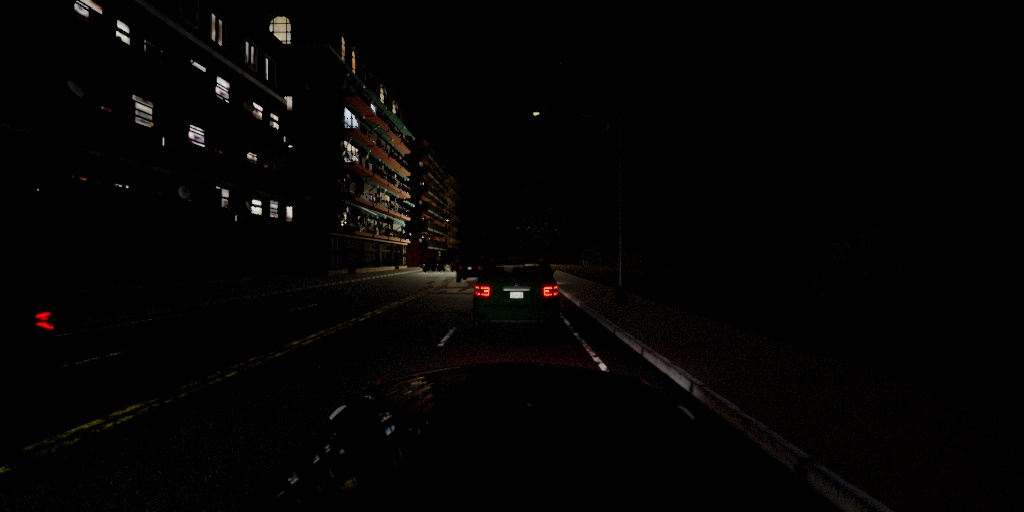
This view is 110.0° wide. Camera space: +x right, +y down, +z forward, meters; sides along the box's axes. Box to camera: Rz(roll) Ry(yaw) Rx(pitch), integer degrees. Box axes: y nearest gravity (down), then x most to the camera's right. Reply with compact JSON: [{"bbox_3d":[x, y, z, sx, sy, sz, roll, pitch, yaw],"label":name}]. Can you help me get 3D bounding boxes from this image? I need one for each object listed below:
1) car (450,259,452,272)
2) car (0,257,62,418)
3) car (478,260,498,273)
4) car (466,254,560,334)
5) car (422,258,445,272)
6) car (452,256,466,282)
[{"bbox_3d":[-6.455,0.972,45.625,2.150,2.045,5.566,0,0,0],"label":"car"},{"bbox_3d":[-6.601,0.971,1.983,2.150,2.045,5.566,0,0,0],"label":"car"},{"bbox_3d":[-3.010,1.242,45.175,2.128,1.511,4.902,0,0,1],"label":"car"},{"bbox_3d":[0.123,0.973,10.751,2.150,2.045,5.566,0,0,0],"label":"car"},{"bbox_3d":[-9.709,1.103,44.628,2.097,1.767,4.553,0,0,0],"label":"car"},{"bbox_3d":[-3.062,0.975,28.725,2.150,2.045,5.566,0,0,0],"label":"car"}]
